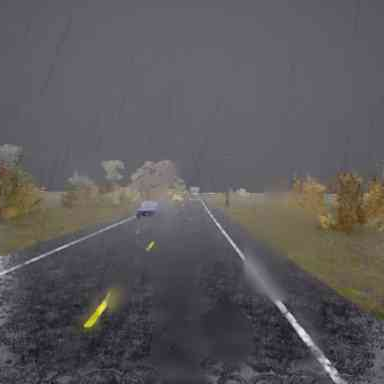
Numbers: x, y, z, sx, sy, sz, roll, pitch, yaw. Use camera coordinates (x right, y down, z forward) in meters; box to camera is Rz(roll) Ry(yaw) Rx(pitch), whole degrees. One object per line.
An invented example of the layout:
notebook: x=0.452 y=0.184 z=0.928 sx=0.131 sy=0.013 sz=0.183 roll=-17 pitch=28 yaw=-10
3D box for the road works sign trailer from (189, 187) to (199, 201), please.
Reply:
road works sign trailer: x=0.663 y=0.475 z=82.092 sx=2.380 sy=3.560 sz=2.880 roll=0 pitch=0 yaw=1

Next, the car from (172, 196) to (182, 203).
car: x=-3.024 y=1.474 z=68.971 sx=1.882 sy=1.535 sz=5.008 roll=0 pitch=0 yaw=1

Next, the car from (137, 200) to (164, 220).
car: x=-3.512 y=1.475 z=28.619 sx=1.882 sy=1.535 sz=5.008 roll=0 pitch=0 yaw=0
